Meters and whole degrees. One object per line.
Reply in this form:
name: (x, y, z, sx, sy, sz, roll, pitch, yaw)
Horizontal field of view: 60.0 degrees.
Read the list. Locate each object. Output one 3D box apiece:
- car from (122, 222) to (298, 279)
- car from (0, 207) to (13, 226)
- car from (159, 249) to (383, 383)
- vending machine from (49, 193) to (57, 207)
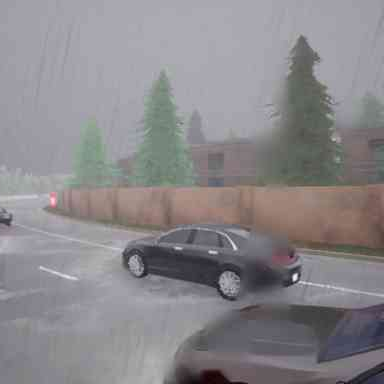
car: (0.257, 1.527, 8.445, 4.892, 1.490, 1.837, 0, 0, 38)
car: (-13.631, 1.610, 22.536, 1.895, 1.301, 4.718, 0, 0, -38)
car: (2.351, 1.563, 2.384, 5.357, 1.411, 2.033, 0, 0, 36)
vending machine: (-20.866, 1.245, 49.827, 1.100, 2.100, 0.880, 0, 0, -20)
